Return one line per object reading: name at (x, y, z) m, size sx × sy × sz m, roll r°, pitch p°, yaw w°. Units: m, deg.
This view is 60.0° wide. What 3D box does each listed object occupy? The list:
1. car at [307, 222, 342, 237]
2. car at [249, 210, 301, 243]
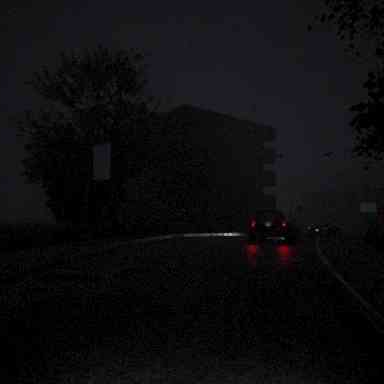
car at (12.053, 3.439, 30.166) m, size 1.994 × 1.385 × 4.181 m, roll -3°, pitch -8°, yaw 40°
car at (4.704, 1.856, 18.880) m, size 2.097 × 1.767 × 4.553 m, roll -1°, pitch -5°, yaw 23°
